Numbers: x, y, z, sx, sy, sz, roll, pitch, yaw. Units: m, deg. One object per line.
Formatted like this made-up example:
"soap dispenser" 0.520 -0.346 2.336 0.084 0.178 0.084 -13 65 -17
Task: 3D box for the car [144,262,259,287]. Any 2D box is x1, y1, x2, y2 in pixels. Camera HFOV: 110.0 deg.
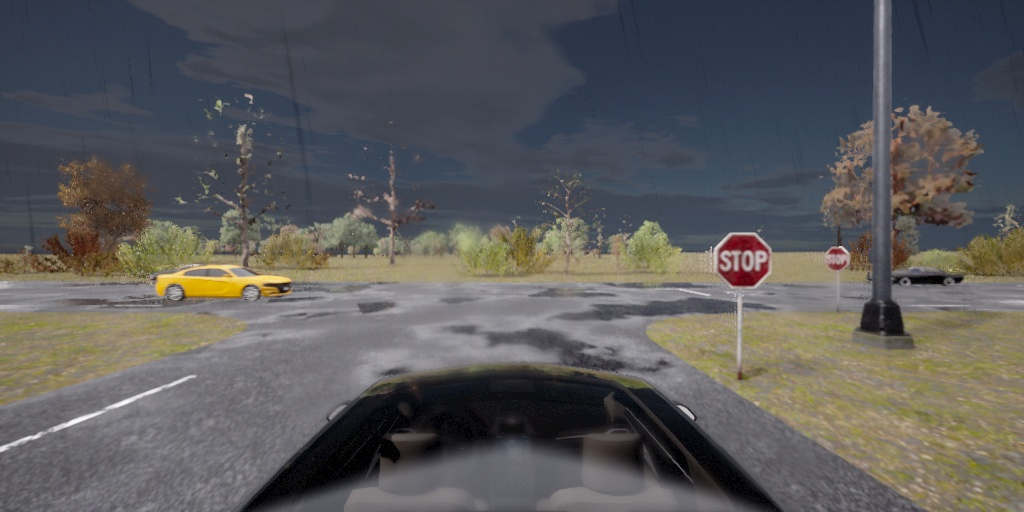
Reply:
"car" -19.206 1.141 22.410 5.357 1.411 2.033 0 0 -2

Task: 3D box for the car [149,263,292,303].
"car" -12.379 1.141 15.615 5.008 1.535 1.882 0 0 -2

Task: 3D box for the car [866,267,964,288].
"car" 26.467 1.378 23.672 4.718 1.301 1.895 0 0 -2
